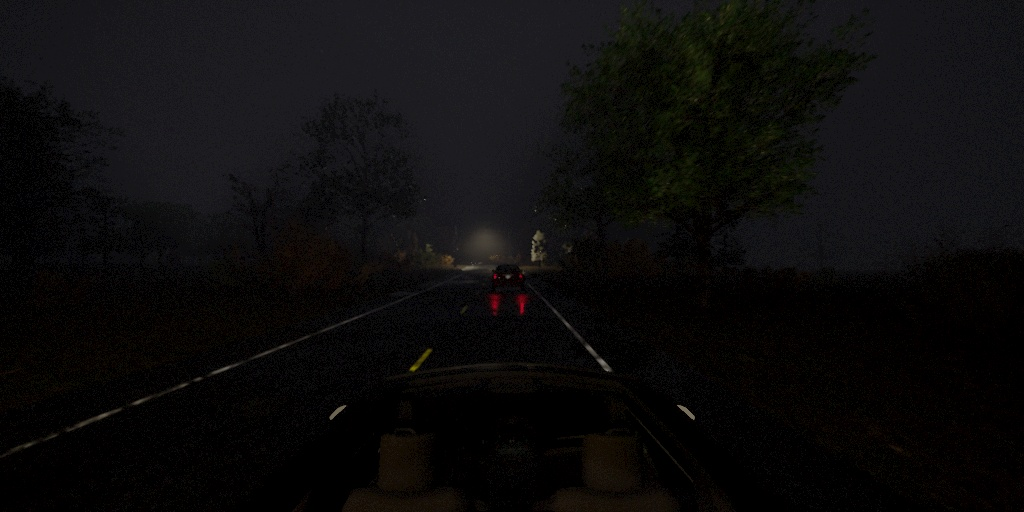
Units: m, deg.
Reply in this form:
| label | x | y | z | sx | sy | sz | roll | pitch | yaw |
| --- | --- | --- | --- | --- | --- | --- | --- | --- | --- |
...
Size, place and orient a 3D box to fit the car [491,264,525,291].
| label | x | y | z | sx | sy | sz | roll | pitch | yaw |
| --- | --- | --- | --- | --- | --- | --- | --- | --- | --- |
| car | -0.290 | 1.289 | 23.858 | 2.097 | 1.767 | 4.553 | 0 | 0 | -2 |
